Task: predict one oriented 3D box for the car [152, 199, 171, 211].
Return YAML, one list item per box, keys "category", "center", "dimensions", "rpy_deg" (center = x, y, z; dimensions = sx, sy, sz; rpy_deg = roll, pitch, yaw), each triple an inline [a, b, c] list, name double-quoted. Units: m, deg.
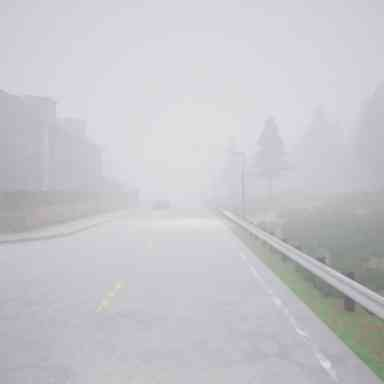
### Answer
- category: "car"
  center: [-3.573, 1.516, 39.368]
  dimensions: [1.994, 1.385, 4.181]
  rpy_deg: [0, 0, 0]
